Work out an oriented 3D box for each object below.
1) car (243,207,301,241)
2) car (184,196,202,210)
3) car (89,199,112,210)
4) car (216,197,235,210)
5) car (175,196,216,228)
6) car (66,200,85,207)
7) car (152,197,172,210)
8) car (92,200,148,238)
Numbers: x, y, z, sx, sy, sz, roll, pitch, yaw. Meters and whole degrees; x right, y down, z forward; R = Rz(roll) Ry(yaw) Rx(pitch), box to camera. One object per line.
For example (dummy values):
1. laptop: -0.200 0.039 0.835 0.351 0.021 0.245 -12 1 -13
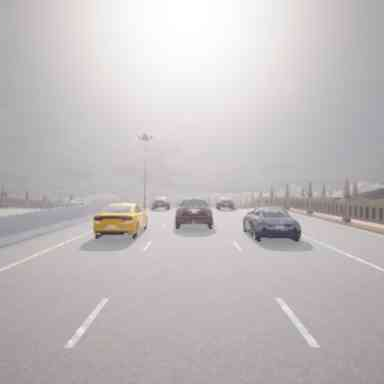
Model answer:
1. car: 3.615 1.387 15.641 1.994 1.385 4.181 0 1 0
2. car: 0.136 1.230 38.115 1.882 1.535 5.008 0 -2 0
3. car: -13.958 2.008 51.106 2.033 1.411 5.357 0 -5 0
4. car: 3.635 1.254 37.186 1.812 1.442 4.674 0 -1 0
5. car: 0.119 1.122 20.391 2.097 1.767 4.553 0 1 0
6. car: -17.465 1.931 50.428 1.812 1.442 4.674 0 -5 0
7. car: -3.365 1.254 37.205 1.812 1.442 4.674 0 -1 0
8. car: -3.384 1.291 16.481 1.882 1.535 5.008 0 1 0
